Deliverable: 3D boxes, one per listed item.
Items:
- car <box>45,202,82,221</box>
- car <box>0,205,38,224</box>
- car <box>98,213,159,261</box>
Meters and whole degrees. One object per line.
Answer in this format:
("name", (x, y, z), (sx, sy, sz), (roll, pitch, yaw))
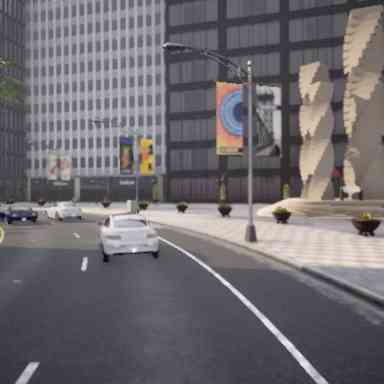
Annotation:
("car", (-10.438, 1.534, 27.060), (1.812, 1.442, 4.674), (0, 0, -39))
("car", (-13.167, 1.633, 25.010), (1.895, 1.301, 4.718), (0, 0, -39))
("car", (-2.429, 1.514, 12.255), (1.812, 1.442, 4.674), (0, 0, -17))
